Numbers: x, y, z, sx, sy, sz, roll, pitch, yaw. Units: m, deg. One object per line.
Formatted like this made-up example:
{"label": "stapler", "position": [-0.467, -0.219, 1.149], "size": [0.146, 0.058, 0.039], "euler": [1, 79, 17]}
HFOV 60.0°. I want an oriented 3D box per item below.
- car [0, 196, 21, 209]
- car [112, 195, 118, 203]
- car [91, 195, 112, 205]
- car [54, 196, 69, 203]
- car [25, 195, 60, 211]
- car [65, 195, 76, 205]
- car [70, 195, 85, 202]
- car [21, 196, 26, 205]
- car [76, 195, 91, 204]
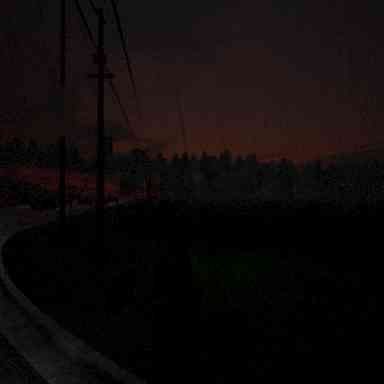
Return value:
{"label": "car", "position": [-25.239, 1.468, 44.557], "size": [1.882, 1.535, 5.008], "euler": [0, 0, -5]}
{"label": "car", "position": [-17.202, 1.399, 71.399], "size": [2.097, 1.767, 4.553], "euler": [0, 0, -5]}
{"label": "car", "position": [-15.991, 1.557, 59.018], "size": [1.812, 1.442, 4.674], "euler": [0, 0, -5]}
{"label": "car", "position": [-27.673, 1.569, 70.606], "size": [1.994, 1.385, 4.181], "euler": [0, 0, -5]}
{"label": "car", "position": [-17.829, 1.496, 40.304], "size": [2.128, 1.511, 4.902], "euler": [0, 0, -5]}
{"label": "car", "position": [-23.230, 1.367, 60.236], "size": [2.097, 1.767, 4.553], "euler": [0, 0, -5]}
{"label": "car", "position": [-24.113, 1.357, 70.091], "size": [1.837, 1.490, 4.892], "euler": [0, 0, -5]}
{"label": "car", "position": [-30.155, 1.487, 59.088], "size": [2.128, 1.511, 4.902], "euler": [0, 0, -5]}
{"label": "car", "position": [-19.866, 1.626, 62.065], "size": [1.895, 1.301, 4.718], "euler": [0, 0, -5]}
